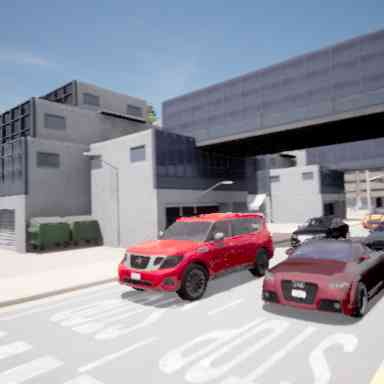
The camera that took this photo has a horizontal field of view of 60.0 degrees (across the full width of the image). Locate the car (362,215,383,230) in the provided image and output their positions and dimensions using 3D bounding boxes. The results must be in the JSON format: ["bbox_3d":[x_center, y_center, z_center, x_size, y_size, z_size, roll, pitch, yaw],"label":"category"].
[{"bbox_3d":[9.498,1.974,15.279,2.033,1.411,5.357,-4,-4,40],"label":"car"}]

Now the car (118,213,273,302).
[{"bbox_3d":[0.455,1.718,10.122,2.150,2.045,5.566,-4,-4,41],"label":"car"}]

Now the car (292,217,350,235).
[{"bbox_3d":[6.921,2.124,17.644,2.128,1.511,4.902,-4,-4,40],"label":"car"}]

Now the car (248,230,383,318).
[{"bbox_3d":[3.406,1.859,8.141,1.994,1.385,4.181,-4,-4,40],"label":"car"}]

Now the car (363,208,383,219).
[{"bbox_3d":[16.188,2.186,28.482,2.097,1.767,4.553,-4,-4,41],"label":"car"}]
